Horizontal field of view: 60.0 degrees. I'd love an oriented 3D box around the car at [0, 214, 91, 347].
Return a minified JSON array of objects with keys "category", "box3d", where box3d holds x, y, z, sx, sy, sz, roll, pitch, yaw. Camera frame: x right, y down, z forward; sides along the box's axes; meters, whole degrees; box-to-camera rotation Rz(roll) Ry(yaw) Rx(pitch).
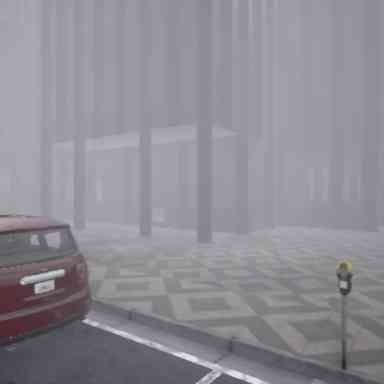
[{"category":"car","box3d":[-3.860,1.315,5.713,5.009,1.841,2.192,0,0,35]}]
